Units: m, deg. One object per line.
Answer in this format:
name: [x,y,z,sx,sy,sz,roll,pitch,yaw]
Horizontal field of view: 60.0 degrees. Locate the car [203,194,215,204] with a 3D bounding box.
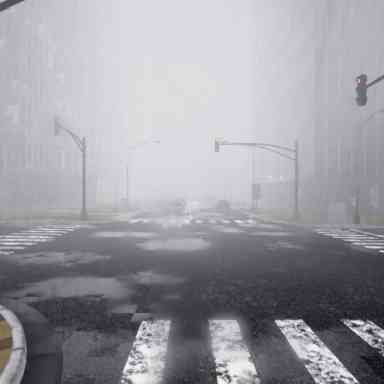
car: [3.596,1.313,63.948,2.192,1.841,5.009,0,0,0]

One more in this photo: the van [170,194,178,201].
van: [-4.403,1.321,80.474,1.690,1.788,3.998,0,0,0]

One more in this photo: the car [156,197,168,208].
car: [-4.165,1.593,47.309,1.802,1.307,4.206,0,0,0]

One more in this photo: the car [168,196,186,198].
car: [-1.665,1.561,42.993,2.033,1.411,5.357,0,0,0]

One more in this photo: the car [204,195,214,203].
car: [3.556,1.432,69.476,1.967,1.590,4.097,0,0,0]

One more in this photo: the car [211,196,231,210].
car: [3.804,1.579,41.840,1.947,1.339,4.313,0,0,0]

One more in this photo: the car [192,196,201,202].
car: [0.969,1.513,73.120,1.812,1.442,4.674,0,0,0]

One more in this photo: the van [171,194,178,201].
van: [-4.443,1.315,86.001,1.690,1.788,3.998,0,0,0]

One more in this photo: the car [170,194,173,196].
car: [-4.284,1.564,63.892,1.947,1.339,4.313,0,0,0]

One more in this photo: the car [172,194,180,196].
car: [-1.735,1.499,53.858,2.128,1.511,4.902,0,0,0]

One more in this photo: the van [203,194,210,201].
van: [3.477,1.321,80.531,1.690,1.788,3.998,0,0,0]

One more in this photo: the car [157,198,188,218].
car: [-1.648,1.566,30.961,2.033,1.411,5.357,0,0,2]
